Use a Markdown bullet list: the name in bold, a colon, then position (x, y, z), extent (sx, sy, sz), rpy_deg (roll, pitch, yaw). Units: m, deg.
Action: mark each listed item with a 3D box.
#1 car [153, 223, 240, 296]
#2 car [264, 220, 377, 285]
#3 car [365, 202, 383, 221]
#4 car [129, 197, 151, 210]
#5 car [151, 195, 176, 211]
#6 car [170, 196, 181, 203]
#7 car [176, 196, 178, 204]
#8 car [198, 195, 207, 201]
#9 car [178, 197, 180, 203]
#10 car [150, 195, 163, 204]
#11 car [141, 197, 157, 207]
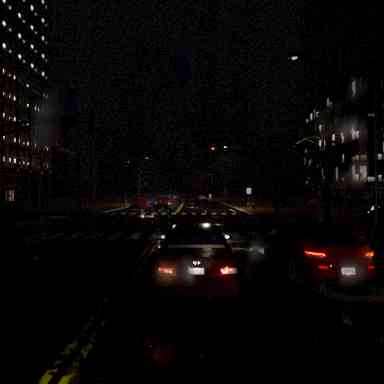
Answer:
- **car**: position (0.088, 1.543, 8.814), extent (2.033, 1.411, 5.357), rpy_deg (0, 0, 0)
- **car**: position (3.336, 1.521, 9.398), extent (1.812, 1.442, 4.674), rpy_deg (0, 0, 0)
- **car**: position (16.986, 1.277, 26.653), extent (5.566, 2.045, 2.150), rpy_deg (0, 0, 3)
- **car**: position (-6.657, 1.438, 42.186), extent (1.882, 1.535, 5.008), rpy_deg (0, 0, 0)
- **car**: position (-3.402, 1.315, 40.565), extent (2.097, 1.767, 4.553), rpy_deg (0, 0, 0)
- **car**: position (-3.433, 1.466, 69.111), extent (1.994, 1.385, 4.181), rpy_deg (0, 0, -1)
- **car**: position (-3.413, 1.451, 49.457), extent (1.837, 1.490, 4.892), rpy_deg (0, 0, 0)
- **car**: position (2.529, 1.384, 82.793), extent (1.812, 1.442, 4.674), rpy_deg (0, 0, -4)
- **car**: position (-3.418, 1.416, 59.077), extent (2.128, 1.511, 4.902), rpy_deg (0, 0, 0)
- **car**: position (-6.674, 1.422, 62.472), extent (1.837, 1.490, 4.892), rpy_deg (0, 0, 0)
- **car**: position (-6.670, 1.466, 52.107), extent (1.812, 1.442, 4.674), rpy_deg (0, 0, 0)
